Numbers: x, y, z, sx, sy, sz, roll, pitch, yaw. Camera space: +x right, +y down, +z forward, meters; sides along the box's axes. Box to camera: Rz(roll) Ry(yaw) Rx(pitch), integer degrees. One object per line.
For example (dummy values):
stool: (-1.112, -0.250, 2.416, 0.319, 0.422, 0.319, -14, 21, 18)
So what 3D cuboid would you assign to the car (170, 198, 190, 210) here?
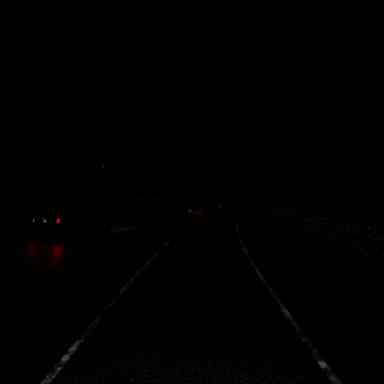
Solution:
car: (-1.810, 2.078, 50.896, 1.994, 1.385, 4.181, 0, -1, 21)

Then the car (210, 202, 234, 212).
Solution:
car: (4.734, 2.089, 48.412, 2.033, 1.411, 5.357, 0, -1, 21)

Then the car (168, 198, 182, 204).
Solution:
car: (-4.635, 2.452, 93.062, 2.128, 1.511, 4.902, 0, -1, 21)

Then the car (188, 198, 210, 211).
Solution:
car: (1.457, 2.054, 49.645, 1.812, 1.442, 4.674, 0, -1, 21)

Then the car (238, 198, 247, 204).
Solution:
car: (14.163, 2.582, 93.324, 1.837, 1.490, 4.892, 0, -1, 21)

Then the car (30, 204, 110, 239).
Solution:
car: (-6.544, 1.493, 18.454, 2.097, 1.767, 4.553, 0, -1, 21)

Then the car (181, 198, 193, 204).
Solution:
car: (-1.359, 2.465, 91.829, 1.812, 1.442, 4.674, 0, -1, 21)
